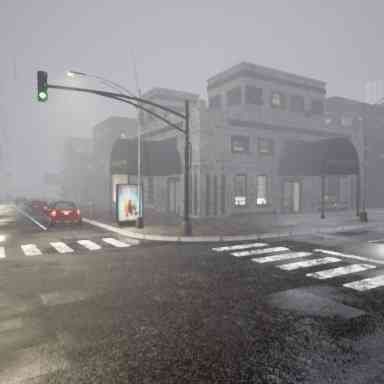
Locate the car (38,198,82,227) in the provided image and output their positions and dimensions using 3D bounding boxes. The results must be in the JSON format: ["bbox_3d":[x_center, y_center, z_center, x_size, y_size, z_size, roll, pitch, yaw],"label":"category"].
[{"bbox_3d":[-8.431,1.287,21.376,1.967,1.590,4.097,-1,1,-31],"label":"car"}]

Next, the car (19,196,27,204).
[{"bbox_3d":[-17.213,1.328,36.038,2.008,1.369,4.403,-1,1,-31],"label":"car"}]

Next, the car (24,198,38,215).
[{"bbox_3d":[-14.285,1.382,31.151,1.802,1.307,4.206,-1,1,-31],"label":"car"}]

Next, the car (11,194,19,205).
[{"bbox_3d":[-25.996,1.264,50.698,2.008,1.369,4.403,-1,1,-31],"label":"car"}]
